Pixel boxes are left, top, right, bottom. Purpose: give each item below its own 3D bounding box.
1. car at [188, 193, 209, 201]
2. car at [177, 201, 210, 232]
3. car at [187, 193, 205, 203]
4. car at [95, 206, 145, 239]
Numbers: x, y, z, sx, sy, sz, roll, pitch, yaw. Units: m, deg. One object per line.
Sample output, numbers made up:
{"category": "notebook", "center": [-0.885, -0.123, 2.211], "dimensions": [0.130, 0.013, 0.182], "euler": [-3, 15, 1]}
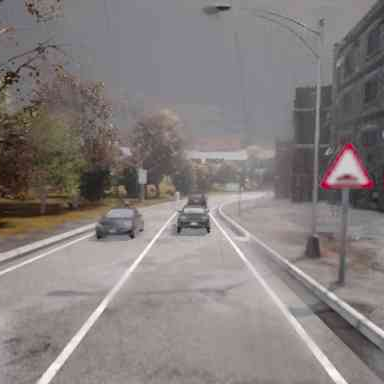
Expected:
{"category": "car", "center": [0.802, 1.130, 40.531], "dimensions": [2.150, 2.045, 5.566], "euler": [1, 0, 6]}
{"category": "car", "center": [0.100, 1.489, 19.702], "dimensions": [1.812, 1.442, 4.674], "euler": [0, 0, 0]}
{"category": "car", "center": [0.783, 1.009, 59.160], "dimensions": [1.882, 1.535, 5.008], "euler": [2, 2, 17]}
{"category": "car", "center": [-3.575, 1.494, 17.231], "dimensions": [1.812, 1.442, 4.674], "euler": [0, 0, 0]}
